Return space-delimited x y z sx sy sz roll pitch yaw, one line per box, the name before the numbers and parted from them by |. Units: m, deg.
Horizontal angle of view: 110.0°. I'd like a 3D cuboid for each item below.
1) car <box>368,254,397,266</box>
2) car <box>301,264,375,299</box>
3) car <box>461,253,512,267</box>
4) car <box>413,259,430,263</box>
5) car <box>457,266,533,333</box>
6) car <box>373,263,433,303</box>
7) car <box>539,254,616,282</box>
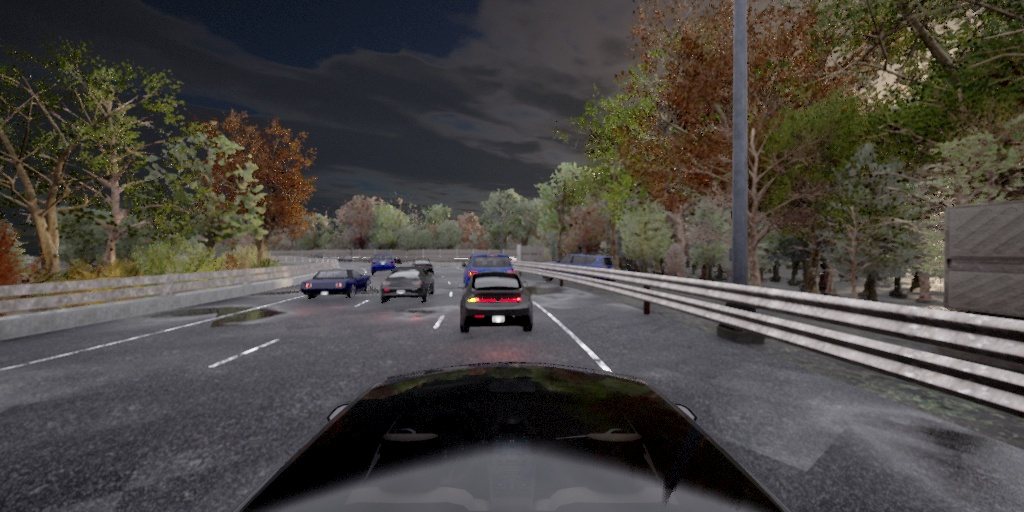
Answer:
car | -12.967 0.797 36.067 2.150 2.045 5.566 0 0 -19
car | -8.313 1.271 17.411 1.895 1.301 4.718 0 0 -9
car | -1.198 0.892 17.298 2.150 2.045 5.566 0 0 -9
car | -8.640 1.063 34.070 1.882 1.535 5.008 0 0 -17
car | -0.539 1.208 10.629 1.837 1.490 4.892 0 0 -5
car | -4.589 1.202 16.084 1.812 1.442 4.674 0 0 -8
car | 4.572 0.889 25.370 5.566 2.045 2.150 5 1 40
